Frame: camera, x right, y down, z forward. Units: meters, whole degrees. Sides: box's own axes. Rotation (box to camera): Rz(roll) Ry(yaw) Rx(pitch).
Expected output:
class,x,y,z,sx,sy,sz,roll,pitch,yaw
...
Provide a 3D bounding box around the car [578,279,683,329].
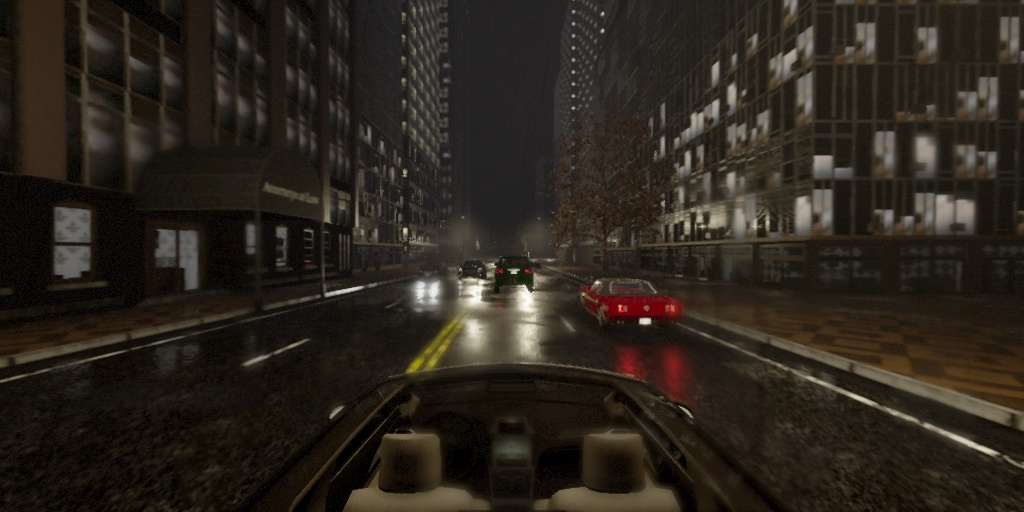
class,x,y,z,sx,sy,sz,roll,pitch,yaw
car,3.356,1.352,11.234,1.895,1.301,4.718,0,0,0

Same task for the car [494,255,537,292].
class,x,y,z,sx,sy,sz,roll,pitch,yaw
car,0.107,0.969,21.566,2.150,2.045,5.566,0,0,0

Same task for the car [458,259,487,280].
class,x,y,z,sx,sy,sz,roll,pitch,yaw
car,-3.272,1.092,30.399,2.097,1.767,4.553,0,0,1

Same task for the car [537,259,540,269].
class,x,y,z,sx,sy,sz,roll,pitch,yaw
car,3.368,1.208,55.664,2.128,1.511,4.902,0,0,0

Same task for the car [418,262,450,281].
class,x,y,z,sx,sy,sz,roll,pitch,yaw
car,-6.521,1.232,30.331,2.128,1.511,4.902,0,0,1
